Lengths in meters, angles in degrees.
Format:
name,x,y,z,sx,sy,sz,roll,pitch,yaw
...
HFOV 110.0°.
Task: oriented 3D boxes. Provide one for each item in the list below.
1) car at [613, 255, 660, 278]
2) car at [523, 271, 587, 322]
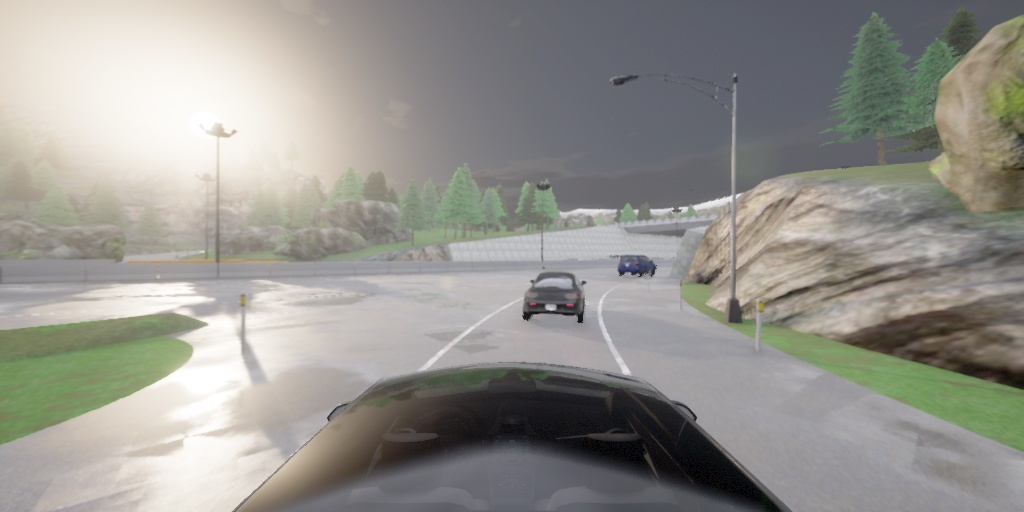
name,x,y,z,sx,sy,sz,roll,pitch,yaw
car,11.914,0.918,34.072,2.150,2.045,5.566,0,0,38
car,1.523,1.241,12.139,1.812,1.442,4.674,0,0,11
